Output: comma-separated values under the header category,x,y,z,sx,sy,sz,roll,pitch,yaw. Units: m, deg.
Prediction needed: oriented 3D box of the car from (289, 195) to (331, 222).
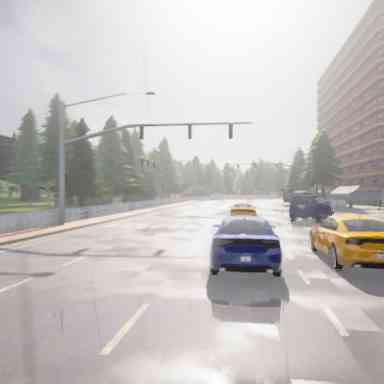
category,x,y,z,sx,sy,sz,roll,pitch,yaw
car,9.447,1.278,26.258,2.150,2.045,5.566,-1,-1,34

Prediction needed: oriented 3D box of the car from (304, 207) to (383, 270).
category,x,y,z,sx,sy,sz,roll,pitch,yaw
car,5.227,1.492,10.949,1.882,1.535,5.008,0,0,8

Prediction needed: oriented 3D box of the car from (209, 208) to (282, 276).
category,x,y,z,sx,sy,sz,roll,pitch,yaw
car,1.641,1.483,10.503,1.882,1.535,5.008,0,0,8

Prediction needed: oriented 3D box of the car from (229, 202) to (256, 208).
category,x,y,z,sx,sy,sz,roll,pitch,yaw
car,3.825,1.490,25.119,1.882,1.535,5.008,0,0,9
